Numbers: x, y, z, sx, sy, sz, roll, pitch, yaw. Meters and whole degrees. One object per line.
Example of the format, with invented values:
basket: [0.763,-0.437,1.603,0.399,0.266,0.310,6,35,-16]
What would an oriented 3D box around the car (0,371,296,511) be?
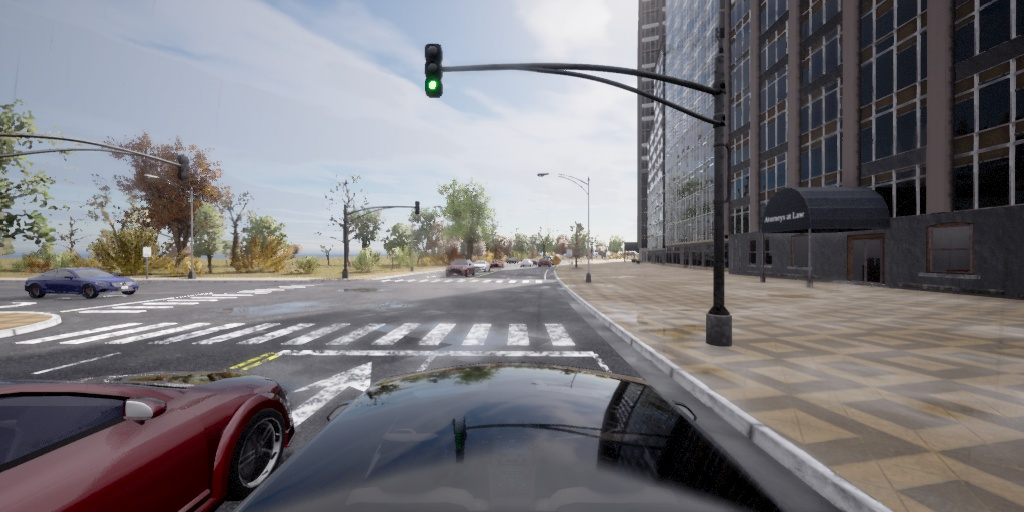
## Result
car: [-3.108,1.314,1.797,1.994,1.385,4.181,0,0,0]

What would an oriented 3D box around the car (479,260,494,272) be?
car: [-3.911,1.275,45.069,1.812,1.442,4.674,0,0,7]

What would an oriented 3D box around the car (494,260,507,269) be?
car: [-2.504,1.353,55.574,1.895,1.301,4.718,0,0,9]

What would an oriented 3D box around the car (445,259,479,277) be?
car: [-4.974,1.100,35.003,2.097,1.767,4.553,0,0,6]

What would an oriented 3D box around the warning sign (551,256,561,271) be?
warning sign: [5.419,0.869,43.943,1.300,1.860,1.060,0,0,7]

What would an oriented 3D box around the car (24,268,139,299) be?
car: [-21.665,1.323,18.076,4.674,1.442,1.812,0,0,4]
